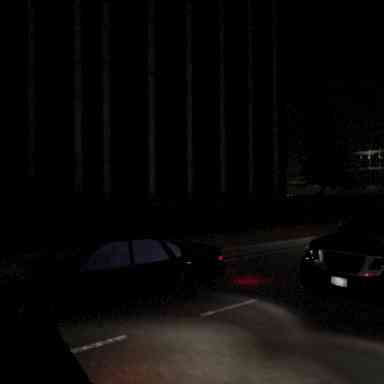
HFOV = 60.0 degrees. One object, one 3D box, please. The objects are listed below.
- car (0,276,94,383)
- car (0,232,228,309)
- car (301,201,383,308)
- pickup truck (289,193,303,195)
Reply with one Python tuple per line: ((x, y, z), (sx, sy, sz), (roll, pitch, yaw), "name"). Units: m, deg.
((-2.961, 1.637, 1.688), (4.718, 1.301, 1.895), (0, 0, -34), "car")
((-1.713, 1.604, 7.077), (5.357, 1.411, 2.033), (0, 0, -36), "car")
((4.868, 1.228, 7.543), (5.566, 2.045, 2.150), (0, 0, -36), "car")
((23.548, 1.304, 74.883), (2.390, 2.098, 6.274), (0, 0, -6), "pickup truck")
